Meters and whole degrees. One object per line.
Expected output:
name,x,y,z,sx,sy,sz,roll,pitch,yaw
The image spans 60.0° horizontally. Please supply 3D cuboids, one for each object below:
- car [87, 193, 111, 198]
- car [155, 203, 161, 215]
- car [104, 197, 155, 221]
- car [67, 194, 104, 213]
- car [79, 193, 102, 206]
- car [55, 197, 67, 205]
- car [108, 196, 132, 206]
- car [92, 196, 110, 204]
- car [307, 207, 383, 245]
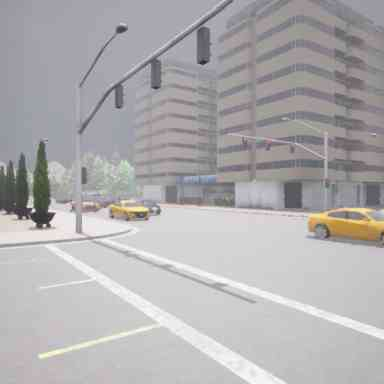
car,-13.060,1.353,44.755,2.097,1.767,4.553,0,0,-35
car,-4.818,1.491,32.884,2.128,1.511,4.902,0,0,-35
car,-5.251,1.478,27.373,1.882,1.535,5.008,0,0,-35
car,-11.843,1.353,36.862,2.097,1.767,4.553,0,0,-35
car,-17.693,1.221,57.886,2.150,2.045,5.566,0,0,-34
car,-22.697,1.608,58.786,1.895,1.301,4.718,0,0,-35
car,-12.199,1.491,56.122,2.128,1.511,4.902,0,0,-35
car,-17.509,1.505,63.759,1.837,1.490,4.892,0,0,-34
car,7.641,1.477,14.956,1.882,1.535,5.008,0,0,-35
